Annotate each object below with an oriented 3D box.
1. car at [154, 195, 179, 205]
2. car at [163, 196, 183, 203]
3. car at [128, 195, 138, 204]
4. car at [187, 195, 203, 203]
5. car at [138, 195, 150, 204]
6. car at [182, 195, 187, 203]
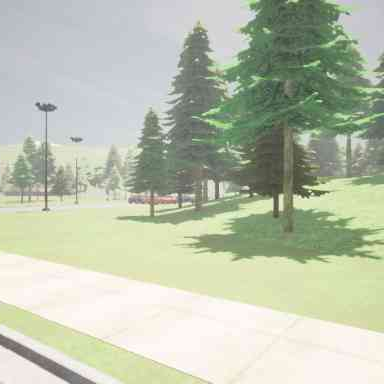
[{"bbox_3d":[-4.525,1.352,59.372,2.097,1.767,4.553,0,0,37],"label":"car"},{"bbox_3d":[-4.092,1.554,71.876,1.994,1.385,4.181,0,0,36],"label":"car"},{"bbox_3d":[-9.988,1.352,63.682,2.097,1.767,4.553,0,0,37],"label":"car"},{"bbox_3d":[1.509,1.564,67.696,1.994,1.385,4.181,0,0,36],"label":"car"},{"bbox_3d":[-7.226,1.352,61.608,2.097,1.767,4.553,0,0,37],"label":"car"},{"bbox_3d":[-1.578,1.352,69.406,2.097,1.767,4.553,0,0,36],"label":"car"}]
